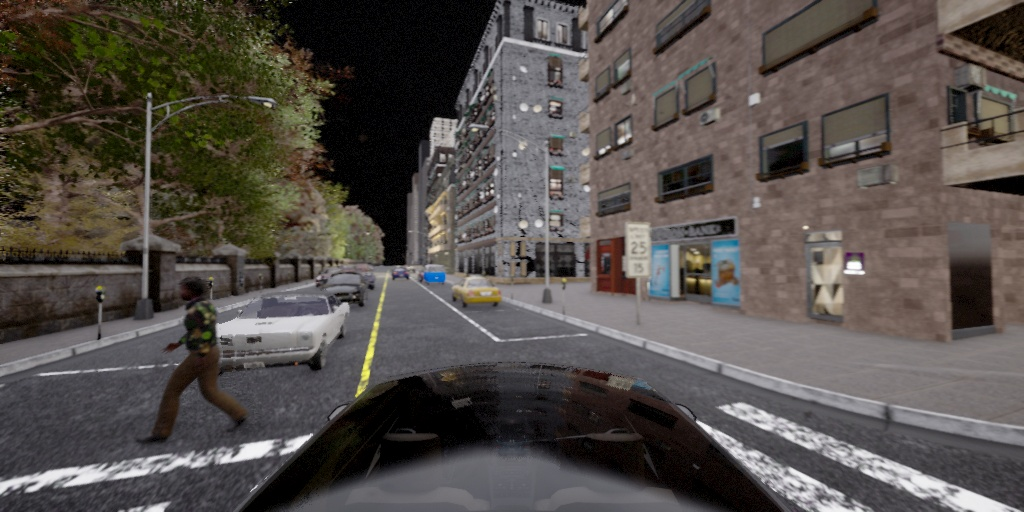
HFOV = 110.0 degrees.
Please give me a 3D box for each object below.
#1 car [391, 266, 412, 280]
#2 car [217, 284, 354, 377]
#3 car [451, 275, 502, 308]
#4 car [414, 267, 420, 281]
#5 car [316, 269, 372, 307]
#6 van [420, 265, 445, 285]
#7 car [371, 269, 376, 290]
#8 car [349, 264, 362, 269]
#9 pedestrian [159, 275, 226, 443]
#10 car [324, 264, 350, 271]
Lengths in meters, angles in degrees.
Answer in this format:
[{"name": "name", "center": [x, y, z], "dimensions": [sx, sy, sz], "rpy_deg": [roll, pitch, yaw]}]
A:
[{"name": "car", "center": [-13.129, 2.086, 42.359], "dimensions": [1.812, 1.442, 4.674], "rpy_deg": [0, -1, -19]}, {"name": "car", "center": [-4.805, 1.469, 7.819], "dimensions": [1.895, 1.301, 4.718], "rpy_deg": [0, -1, -18]}, {"name": "car", "center": [-1.830, 1.573, 17.141], "dimensions": [1.751, 1.417, 4.829], "rpy_deg": [0, 0, -19]}, {"name": "car", "center": [-8.901, 1.909, 37.954], "dimensions": [1.967, 1.591, 4.097], "rpy_deg": [0, 0, -19]}, {"name": "car", "center": [-7.990, 1.562, 17.298], "dimensions": [1.837, 1.490, 4.892], "rpy_deg": [0, -1, -19]}, {"name": "van", "center": [-7.119, 1.704, 32.711], "dimensions": [1.690, 1.789, 3.998], "rpy_deg": [0, 0, -19]}, {"name": "car", "center": [-11.284, 1.853, 27.005], "dimensions": [1.895, 1.301, 4.718], "rpy_deg": [0, -1, -19]}, {"name": "car", "center": [-18.617, 1.842, 40.499], "dimensions": [2.192, 1.841, 5.009], "rpy_deg": [0, 0, -19]}, {"name": "pedestrian", "center": [-3.537, 1.086, 4.004], "dimensions": [0.375, 1.860, 0.375], "rpy_deg": [1, -2, -19]}, {"name": "car", "center": [-15.054, 1.754, 30.013], "dimensions": [1.967, 1.591, 4.097], "rpy_deg": [0, 0, -19]}]
